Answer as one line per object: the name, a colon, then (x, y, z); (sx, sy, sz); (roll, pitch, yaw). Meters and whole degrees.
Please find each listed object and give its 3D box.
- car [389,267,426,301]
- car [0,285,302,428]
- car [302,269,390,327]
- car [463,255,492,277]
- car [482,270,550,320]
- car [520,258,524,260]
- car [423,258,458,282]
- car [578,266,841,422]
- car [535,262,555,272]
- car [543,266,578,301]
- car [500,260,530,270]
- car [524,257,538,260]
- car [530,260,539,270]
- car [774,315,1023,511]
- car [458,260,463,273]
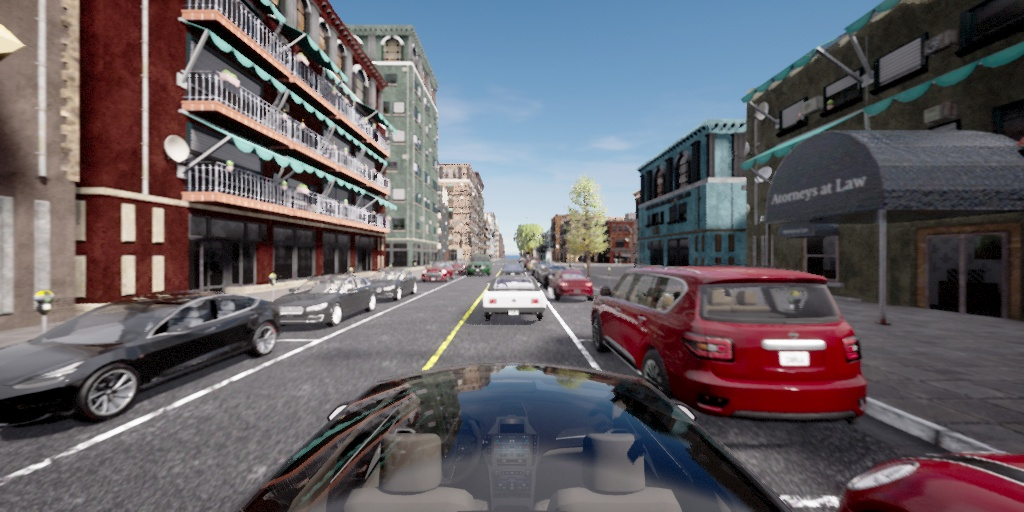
car: (-5.692, 1.271, 16.884); (2.007, 1.370, 4.403); (0, 0, 0)
car: (-5.691, 1.306, 5.808); (1.948, 1.339, 4.313); (0, 0, 0)
car: (-5.691, 1.280, 11.346); (2.007, 1.370, 4.403); (0, 0, 0)
car: (-3.104, 0.922, 35.318); (2.150, 2.045, 5.566); (0, 0, 0)
car: (0.069, 1.328, 12.507); (1.895, 1.301, 4.718); (0, 0, 0)
car: (2.686, 1.003, 50.120); (2.192, 1.841, 5.009); (0, 0, 0)
car: (-5.693, 1.148, 27.961); (1.967, 1.591, 4.097); (0, 0, 0)
car: (2.690, 1.055, 5.808); (2.192, 1.841, 5.009); (0, 0, 0)
car: (2.688, 1.279, 22.424); (1.948, 1.339, 4.313); (0, 0, 0)
car: (2.689, 1.302, 16.884); (1.802, 1.307, 4.207); (0, 0, 0)
car: (0.062, 1.257, 26.781); (2.033, 1.411, 5.357); (0, 0, 0)
car: (2.687, 1.218, 44.750); (1.751, 1.417, 4.829); (0, 0, 0)
car: (2.688, 1.259, 27.961); (2.007, 1.370, 4.403); (0, 0, 0)
car: (2.691, 1.193, 0.268); (1.967, 1.591, 4.097); (0, 0, 0)
car: (-5.693, 1.138, 39.040); (1.967, 1.591, 4.097); (0, 0, 0)
